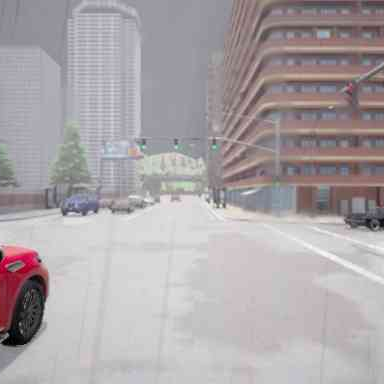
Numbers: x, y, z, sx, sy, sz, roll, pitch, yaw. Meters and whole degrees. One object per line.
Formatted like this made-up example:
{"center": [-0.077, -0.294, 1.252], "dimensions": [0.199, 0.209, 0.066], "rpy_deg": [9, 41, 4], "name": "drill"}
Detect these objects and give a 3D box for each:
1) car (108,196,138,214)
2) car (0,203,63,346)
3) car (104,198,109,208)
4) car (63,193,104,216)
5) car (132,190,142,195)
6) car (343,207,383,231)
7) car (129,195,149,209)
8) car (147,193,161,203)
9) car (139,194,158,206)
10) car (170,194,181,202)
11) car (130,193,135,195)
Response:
{"center": [-7.160, 1.457, 35.018], "dimensions": [1.812, 1.442, 4.674], "rpy_deg": [0, 0, -2], "name": "car"}
{"center": [-3.411, 1.208, 3.123], "dimensions": [2.150, 2.045, 5.566], "rpy_deg": [0, 1, 0], "name": "car"}
{"center": [-10.683, 1.442, 41.911], "dimensions": [1.812, 1.442, 4.674], "rpy_deg": [0, 0, 0], "name": "car"}
{"center": [-10.647, 1.156, 32.156], "dimensions": [2.150, 2.045, 5.566], "rpy_deg": [0, 0, 2], "name": "car"}
{"center": [-10.637, 1.100, 62.871], "dimensions": [2.150, 2.045, 5.566], "rpy_deg": [0, 0, 0], "name": "car"}
{"center": [11.377, 1.518, 19.478], "dimensions": [4.718, 1.301, 1.895], "rpy_deg": [0, 0, -13], "name": "car"}
{"center": [-7.185, 1.441, 43.875], "dimensions": [1.812, 1.442, 4.674], "rpy_deg": [0, 0, 0], "name": "car"}
{"center": [-7.141, 1.383, 64.576], "dimensions": [1.837, 1.490, 4.892], "rpy_deg": [0, 0, 0], "name": "car"}
{"center": [-7.152, 1.423, 54.138], "dimensions": [1.812, 1.442, 4.674], "rpy_deg": [0, 0, 0], "name": "car"}
{"center": [-3.662, 1.218, 74.441], "dimensions": [2.097, 1.767, 4.553], "rpy_deg": [0, 0, 0], "name": "car"}
{"center": [-10.659, 1.403, 52.344], "dimensions": [1.837, 1.490, 4.892], "rpy_deg": [0, 0, 0], "name": "car"}
